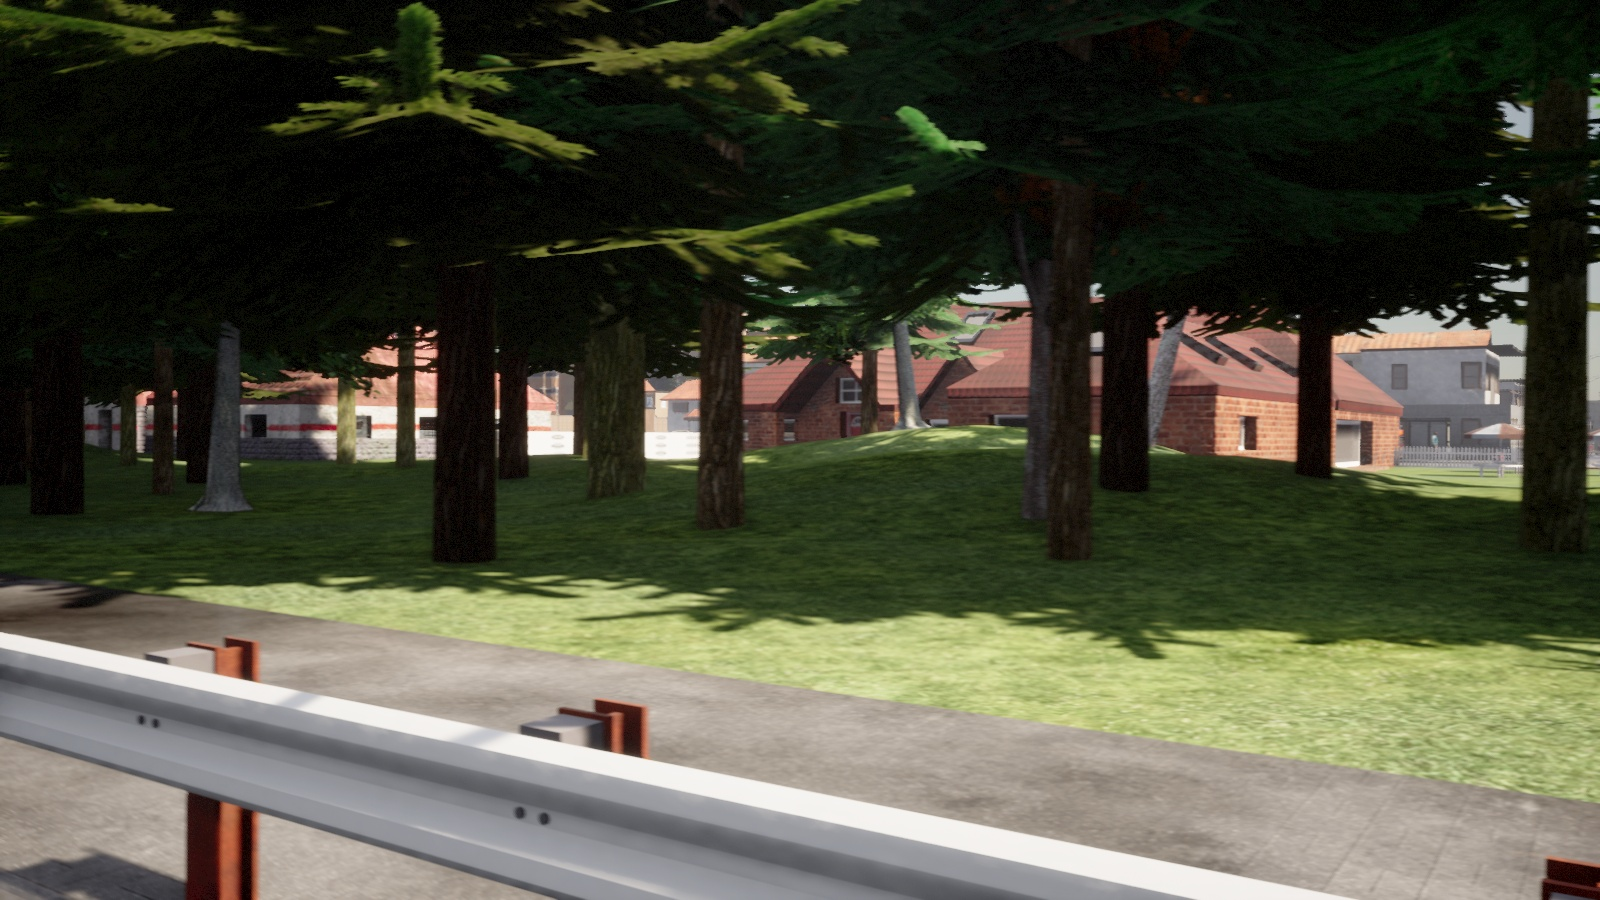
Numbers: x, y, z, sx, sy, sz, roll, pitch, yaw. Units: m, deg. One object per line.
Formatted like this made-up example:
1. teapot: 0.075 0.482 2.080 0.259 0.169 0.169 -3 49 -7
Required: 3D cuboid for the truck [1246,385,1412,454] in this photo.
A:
1. truck: 30.652 -1.697 72.936 8.468 3.827 2.891 0 1 34
